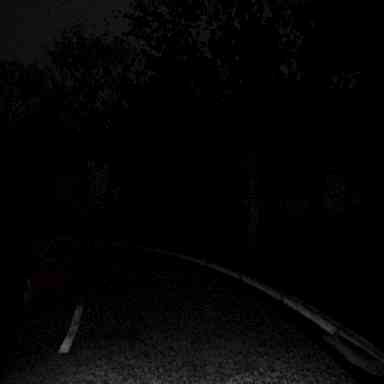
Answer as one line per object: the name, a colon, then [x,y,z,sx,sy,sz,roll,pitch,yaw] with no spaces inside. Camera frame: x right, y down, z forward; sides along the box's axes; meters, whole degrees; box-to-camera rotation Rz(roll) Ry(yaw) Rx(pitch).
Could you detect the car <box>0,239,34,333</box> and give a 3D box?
car: [-3.720,1.524,4.919,2.128,1.511,4.902,1,0,-14]
